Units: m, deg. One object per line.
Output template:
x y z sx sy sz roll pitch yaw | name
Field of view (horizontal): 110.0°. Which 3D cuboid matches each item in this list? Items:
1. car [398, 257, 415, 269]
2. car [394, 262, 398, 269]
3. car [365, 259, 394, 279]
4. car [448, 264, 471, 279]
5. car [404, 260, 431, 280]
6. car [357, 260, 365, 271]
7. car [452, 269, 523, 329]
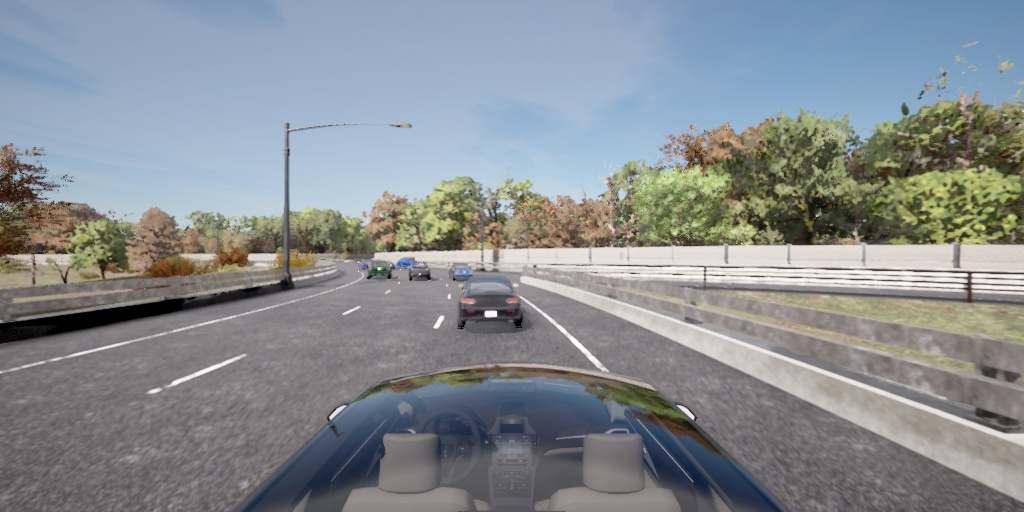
-18.387 1.223 62.404 2.150 2.045 5.566 0 -1 -33 | car
-21.015 1.558 59.850 1.994 1.385 4.181 0 0 -32 | car
-12.973 1.242 35.260 2.097 1.767 4.553 0 0 -18 | car
-4.660 1.419 32.252 2.033 1.411 5.357 0 0 -16 | car
-8.587 1.369 33.116 2.128 1.511 4.902 0 0 -17 | car
-23.164 1.335 56.745 2.097 1.767 4.553 0 0 -31 | car
-0.742 1.313 11.415 1.812 1.442 4.674 0 0 -5 | car
